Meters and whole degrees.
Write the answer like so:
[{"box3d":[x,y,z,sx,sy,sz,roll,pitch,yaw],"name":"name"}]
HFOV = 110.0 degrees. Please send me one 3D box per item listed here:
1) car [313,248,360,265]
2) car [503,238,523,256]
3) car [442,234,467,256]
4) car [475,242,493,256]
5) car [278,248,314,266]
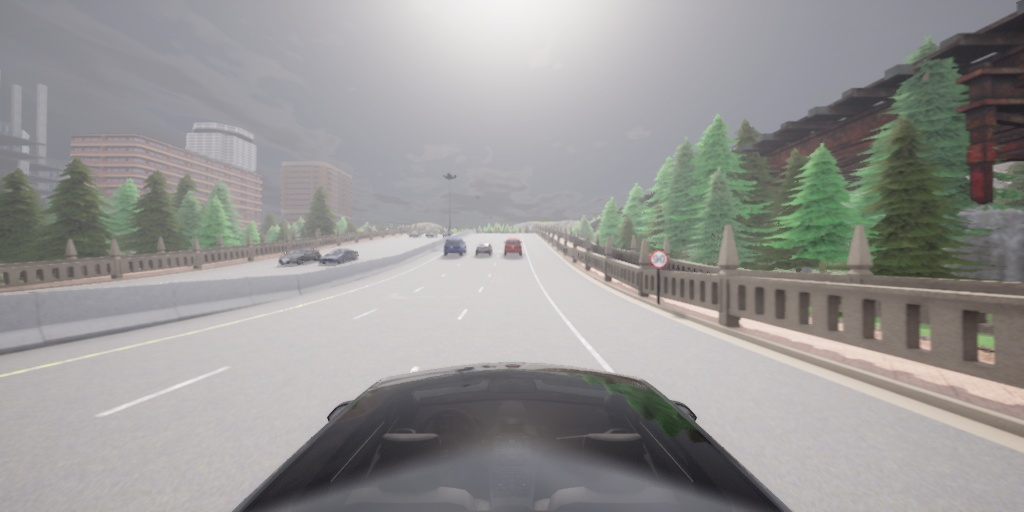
[{"box3d":[-17.429,-0.027,36.462,2.033,1.411,5.357,0,6,1],"name":"car"},{"box3d":[0.128,-1.173,43.469,2.150,2.045,5.566,0,7,0],"name":"car"},{"box3d":[-6.873,-1.165,43.493,2.150,2.045,5.566,0,7,0],"name":"car"},{"box3d":[-3.368,-0.926,43.734,2.128,1.511,4.902,0,7,0],"name":"car"},{"box3d":[-20.947,0.021,35.538,2.128,1.511,4.902,0,6,1],"name":"car"}]
